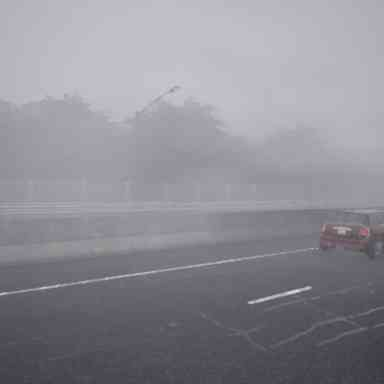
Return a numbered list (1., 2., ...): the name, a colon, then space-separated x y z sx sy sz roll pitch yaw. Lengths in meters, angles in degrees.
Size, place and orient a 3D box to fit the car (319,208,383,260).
1. car: 7.129 1.476 13.138 4.553 1.767 2.097 1 0 -34
